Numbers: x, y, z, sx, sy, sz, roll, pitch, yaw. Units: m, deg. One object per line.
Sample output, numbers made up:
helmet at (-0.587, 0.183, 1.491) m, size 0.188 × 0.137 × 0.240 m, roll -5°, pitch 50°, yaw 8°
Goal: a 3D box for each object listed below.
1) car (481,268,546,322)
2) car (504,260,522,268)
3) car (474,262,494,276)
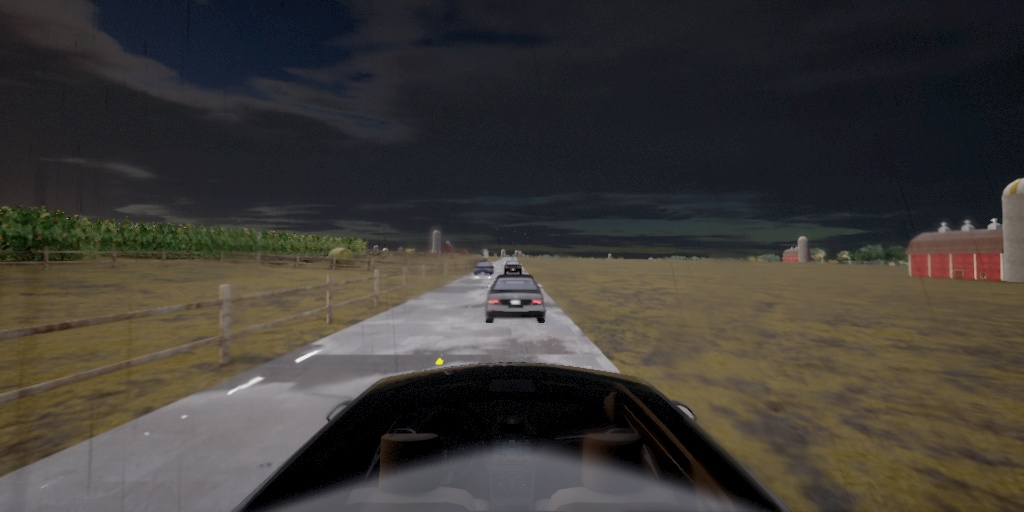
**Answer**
car at (0.104, 1.326, 12.389) m, size 2.033 × 1.411 × 5.357 m, roll 0°, pitch 0°, yaw 0°
car at (0.113, 1.234, 40.310) m, size 1.882 × 1.535 × 5.008 m, roll 0°, pitch 0°, yaw 0°
car at (-2.835, 1.312, 37.560) m, size 2.033 × 1.411 × 5.357 m, roll 0°, pitch 0°, yaw 0°
